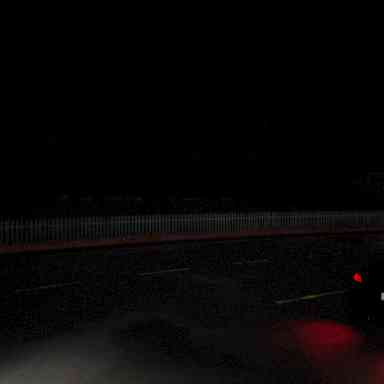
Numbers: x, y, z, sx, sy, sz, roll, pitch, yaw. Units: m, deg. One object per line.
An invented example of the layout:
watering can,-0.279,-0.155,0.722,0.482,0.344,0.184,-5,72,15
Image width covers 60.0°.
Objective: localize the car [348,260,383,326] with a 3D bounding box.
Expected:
car,4.804,1.564,5.766,4.181,1.385,1.994,0,0,-24
